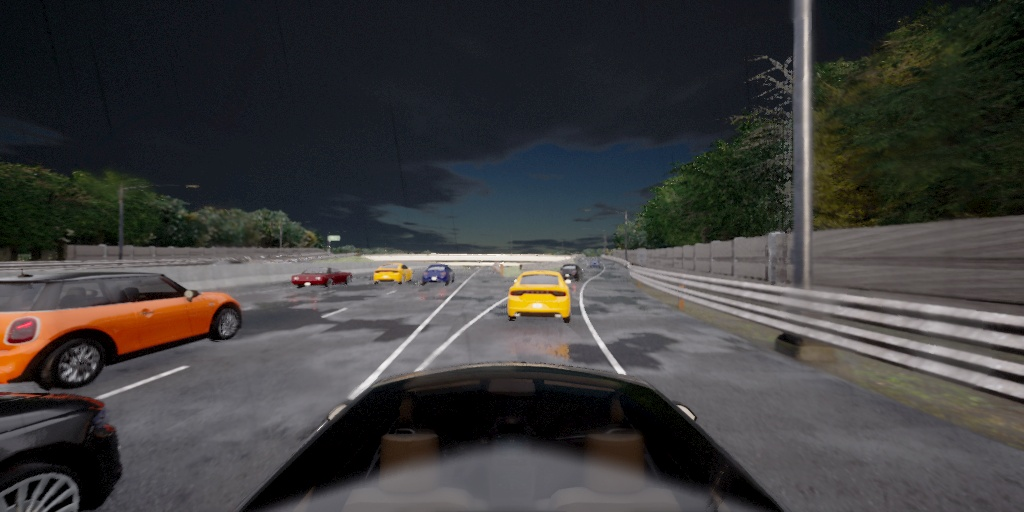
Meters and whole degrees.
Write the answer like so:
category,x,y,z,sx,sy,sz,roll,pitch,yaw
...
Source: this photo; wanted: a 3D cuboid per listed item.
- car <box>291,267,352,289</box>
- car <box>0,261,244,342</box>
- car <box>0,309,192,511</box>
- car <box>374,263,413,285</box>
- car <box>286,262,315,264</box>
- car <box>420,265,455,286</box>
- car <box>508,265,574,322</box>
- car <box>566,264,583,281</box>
category,x,y,z,sx,sy,sz,roll,pitch,yaw
car,-12.029,1.350,23.097,1.895,1.301,4.718,0,0,-4
car,-7.497,1.071,6.835,2.097,1.767,4.553,0,0,-4
car,-3.697,1.222,0.584,2.128,1.511,4.902,0,0,-4
car,-8.760,1.272,26.885,1.882,1.535,5.008,0,0,-4
car,-23.711,1.378,38.552,2.033,1.411,5.357,0,-1,-3
car,-5.296,1.333,25.979,1.812,1.442,4.674,0,0,-4
car,1.039,1.256,12.565,1.882,1.535,5.008,0,0,7
car,5.213,1.454,31.810,1.812,1.442,4.674,0,-1,16
